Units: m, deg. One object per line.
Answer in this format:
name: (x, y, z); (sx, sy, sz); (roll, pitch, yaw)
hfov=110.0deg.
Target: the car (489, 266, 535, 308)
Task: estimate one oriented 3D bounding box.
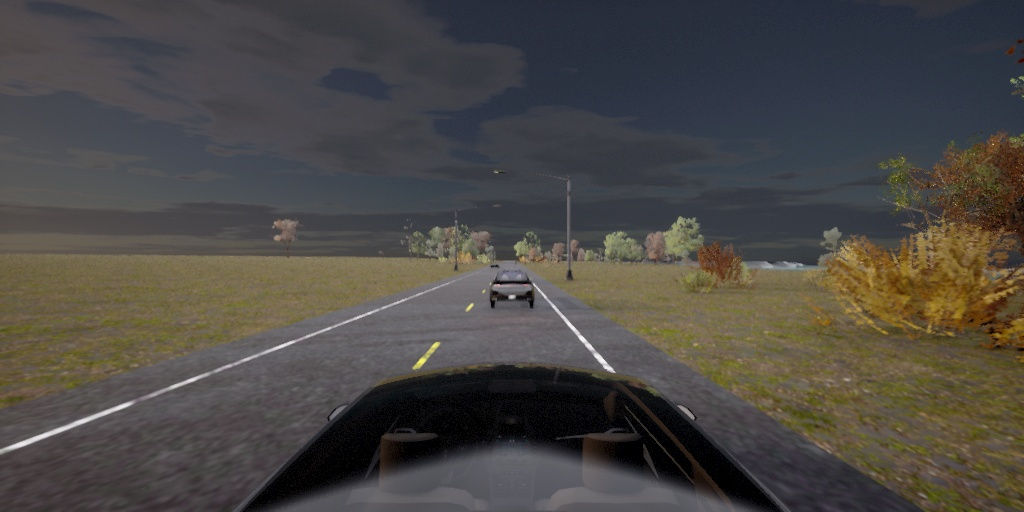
car: (0.007, 1.377, 16.142); (2.128, 1.511, 4.902); (0, 0, 0)
